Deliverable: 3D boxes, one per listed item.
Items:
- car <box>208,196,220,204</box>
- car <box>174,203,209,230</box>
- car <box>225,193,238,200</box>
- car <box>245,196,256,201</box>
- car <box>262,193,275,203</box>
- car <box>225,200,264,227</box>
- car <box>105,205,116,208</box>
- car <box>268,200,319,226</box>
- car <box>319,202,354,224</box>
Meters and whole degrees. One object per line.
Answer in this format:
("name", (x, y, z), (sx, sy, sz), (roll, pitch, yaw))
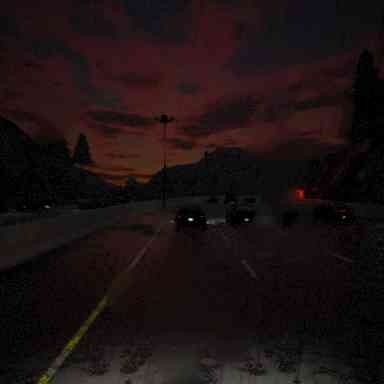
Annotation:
("car", (4.308, 1.532, 65.198), (1.837, 1.490, 4.892), (-1, 0, 13))
("car", (-0.084, 1.570, 21.233), (1.994, 1.385, 4.181), (0, 0, 0))
("car", (7.766, 1.255, 65.061), (2.150, 2.045, 5.566), (0, 0, 14))
("car", (11.347, 1.518, 64.619), (1.882, 1.535, 5.008), (0, 0, 14))
("car", (14.722, 1.268, 64.131), (2.150, 2.045, 5.566), (0, 0, 14))
("car", (3.408, 1.539, 23.024), (1.812, 1.442, 4.674), (0, 0, 0))
("car", (-9.911, 1.540, 43.497), (2.033, 1.411, 5.357), (0, 0, 6))
("car", (6.908, 1.546, 23.225), (1.812, 1.442, 4.674), (0, 0, 0))
("car", (10.408, 1.519, 25.153), (2.128, 1.511, 4.902), (0, 0, 0))
